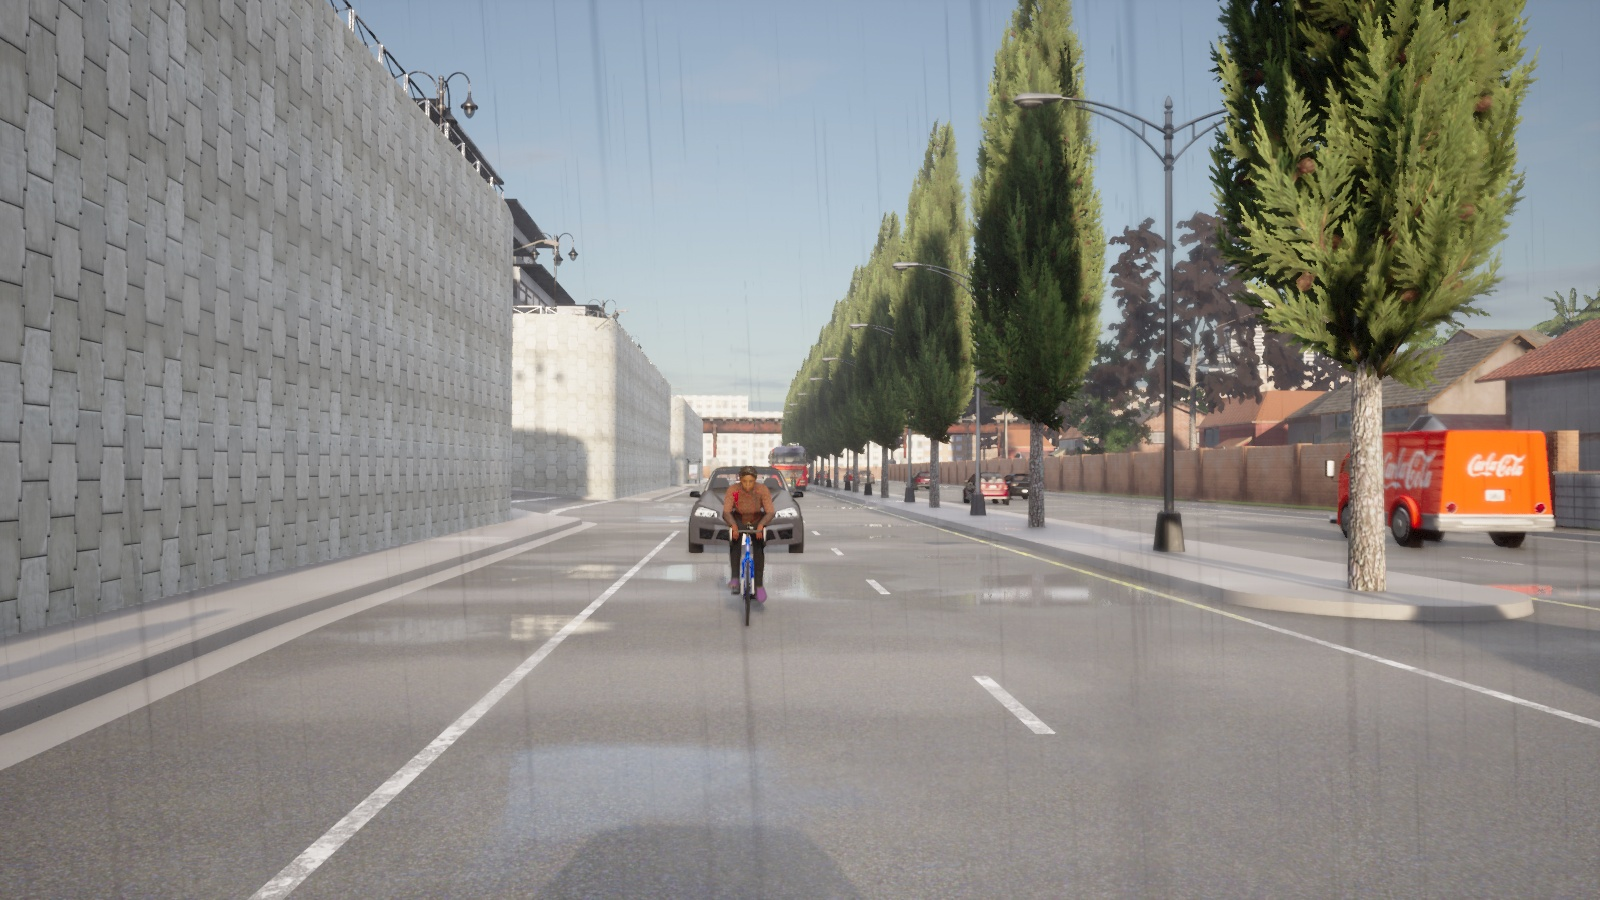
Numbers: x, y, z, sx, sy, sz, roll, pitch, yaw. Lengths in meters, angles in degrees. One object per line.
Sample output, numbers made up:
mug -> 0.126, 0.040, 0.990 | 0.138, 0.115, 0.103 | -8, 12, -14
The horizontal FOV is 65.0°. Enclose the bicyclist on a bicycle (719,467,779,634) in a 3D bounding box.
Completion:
bicyclist on a bicycle -> -0.535, 0.988, 13.040 | 0.582, 1.620, 1.656 | 0, -1, -3

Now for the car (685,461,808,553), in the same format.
car -> -1.057, 1.086, 25.143 | 2.242, 1.667, 4.611 | 0, -1, -2

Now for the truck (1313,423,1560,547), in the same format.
truck -> 13.835, 0.738, 27.775 | 2.627, 2.467, 5.204 | 0, -1, -3

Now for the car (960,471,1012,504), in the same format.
car -> 8.900, 1.769, 60.368 | 1.789, 1.549, 3.705 | 0, -1, -3

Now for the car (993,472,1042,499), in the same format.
car -> 11.996, 1.947, 69.630 | 1.816, 1.474, 4.193 | 0, -1, -3
